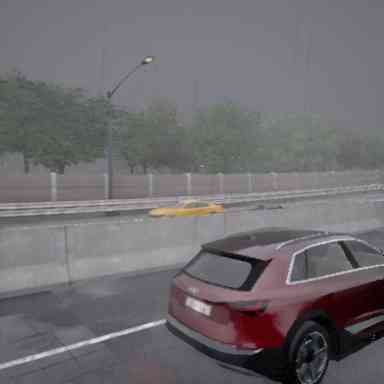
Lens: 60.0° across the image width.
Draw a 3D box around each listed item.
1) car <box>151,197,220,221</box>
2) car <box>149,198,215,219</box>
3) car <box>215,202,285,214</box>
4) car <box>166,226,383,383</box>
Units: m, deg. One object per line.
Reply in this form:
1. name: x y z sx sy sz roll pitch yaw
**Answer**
1. car: -0.427 1.203 25.177 4.902 1.511 2.128 -2 1 -35
2. car: -0.322 1.254 20.955 5.008 1.535 1.882 -2 1 -35
3. car: 3.974 1.300 19.720 4.718 1.301 1.895 -2 1 -35
4. car: 1.907 1.363 5.231 4.856 1.649 2.033 -1 1 -36
